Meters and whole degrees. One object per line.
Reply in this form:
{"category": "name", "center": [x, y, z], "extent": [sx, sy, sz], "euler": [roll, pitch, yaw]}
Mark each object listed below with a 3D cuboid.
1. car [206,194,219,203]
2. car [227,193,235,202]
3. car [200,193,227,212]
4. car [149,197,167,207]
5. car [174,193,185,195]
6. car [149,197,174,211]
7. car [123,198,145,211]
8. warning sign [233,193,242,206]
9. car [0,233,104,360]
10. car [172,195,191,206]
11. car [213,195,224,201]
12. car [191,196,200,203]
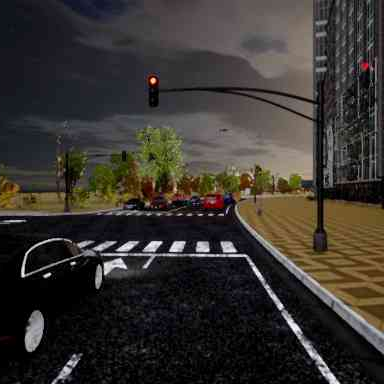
{"category": "car", "center": [4.324, 1.353, 70.802], "extent": [2.097, 1.767, 4.553], "euler": [0, 0, 12]}
{"category": "car", "center": [8.215, 1.233, 73.521], "extent": [2.150, 2.045, 5.566], "euler": [0, 0, 12]}
{"category": "car", "center": [2.599, 1.219, 39.024], "extent": [2.150, 2.045, 5.566], "euler": [0, 0, 7]}
{"category": "car", "center": [-5.422, 1.521, 53.633], "extent": [1.812, 1.442, 4.674], "euler": [0, 1, 8]}
{"category": "car", "center": [-2.750, 1.211, 68.598], "extent": [2.150, 2.045, 5.566], "euler": [0, 1, 11]}
{"category": "car", "center": [-3.926, 1.559, 40.701], "extent": [1.994, 1.385, 4.181], "euler": [0, 0, 7]}
{"category": "car", "center": [-7.105, 1.519, 41.486], "extent": [1.812, 1.442, 4.674], "euler": [0, 0, 7]}
{"category": "warning sign", "center": [6.554, 1.116, 48.256], "extent": [1.300, 1.860, 1.060], "euler": [0, 0, 8]}
{"category": "car", "center": [-3.011, 1.500, 5.942], "extent": [1.837, 1.490, 4.892], "euler": [0, -1, 1]}
{"category": "car", "center": [-1.923, 1.598, 55.069], "extent": [1.895, 1.301, 4.718], "euler": [0, 0, 9]}
{"category": "car", "center": [6.469, 1.382, 80.534], "extent": [1.812, 1.442, 4.674], "euler": [0, 0, 14]}
{"category": "car", "center": [0.720, 1.527, 69.409], "extent": [1.812, 1.442, 4.674], "euler": [0, 0, 11]}
